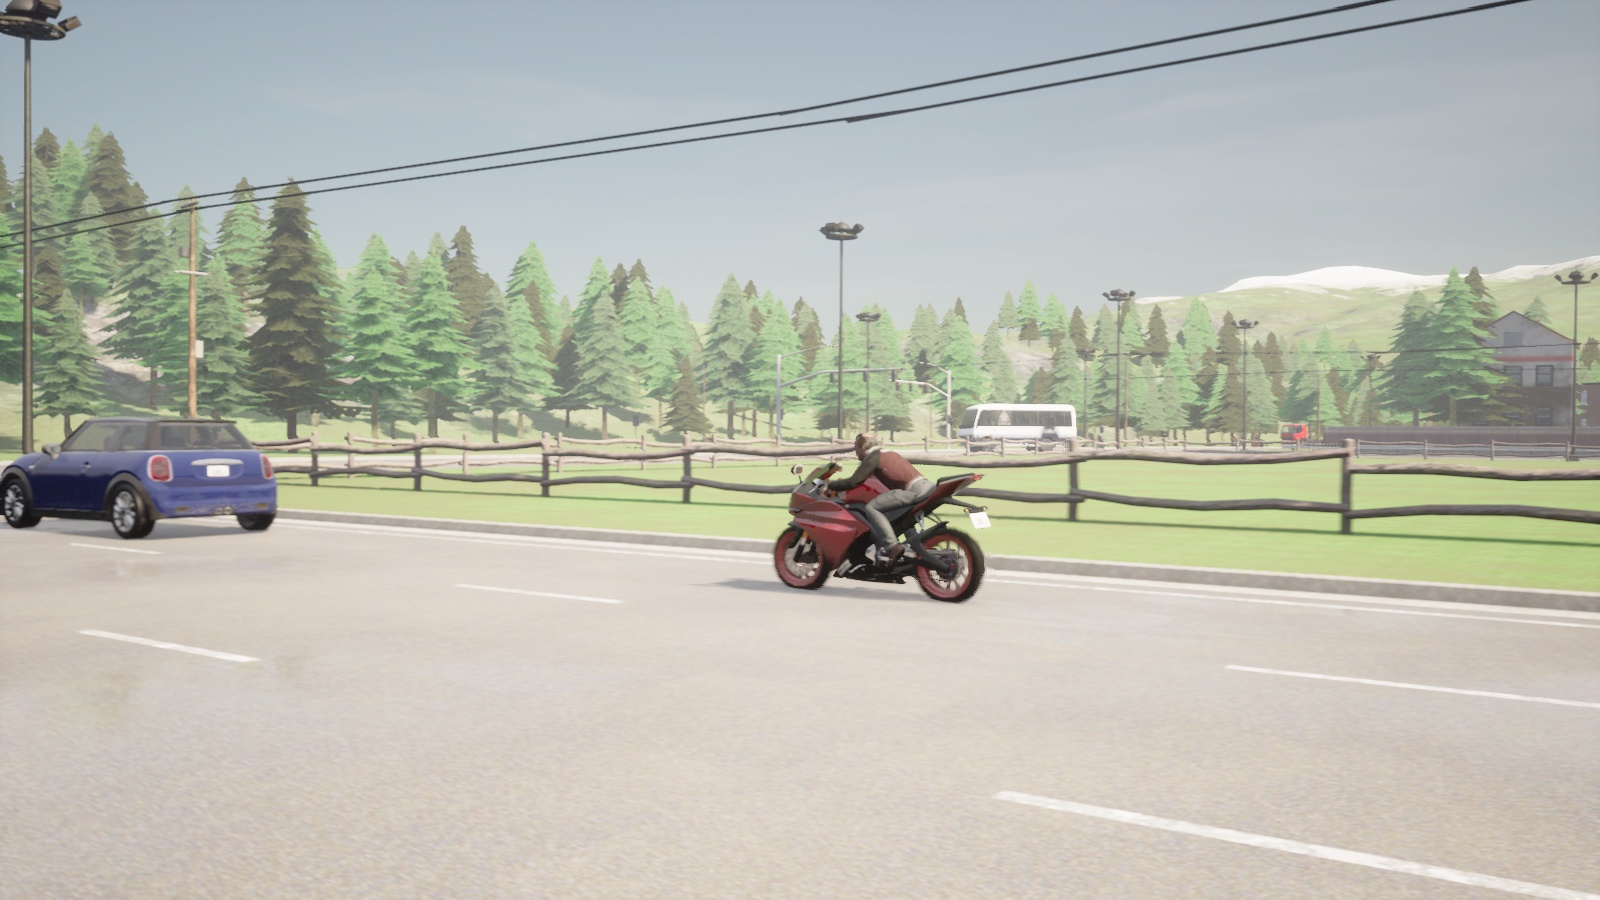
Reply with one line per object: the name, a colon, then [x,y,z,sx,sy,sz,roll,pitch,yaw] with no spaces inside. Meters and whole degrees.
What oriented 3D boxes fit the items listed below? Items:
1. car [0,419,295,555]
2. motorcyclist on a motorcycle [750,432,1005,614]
car: [-9.794,0.471,18.533,4.553,1.767,2.097,0,1,34]
motorcyclist on a motorcycle: [0.688,0.616,11.571,2.191,1.530,0.866,0,1,34]
